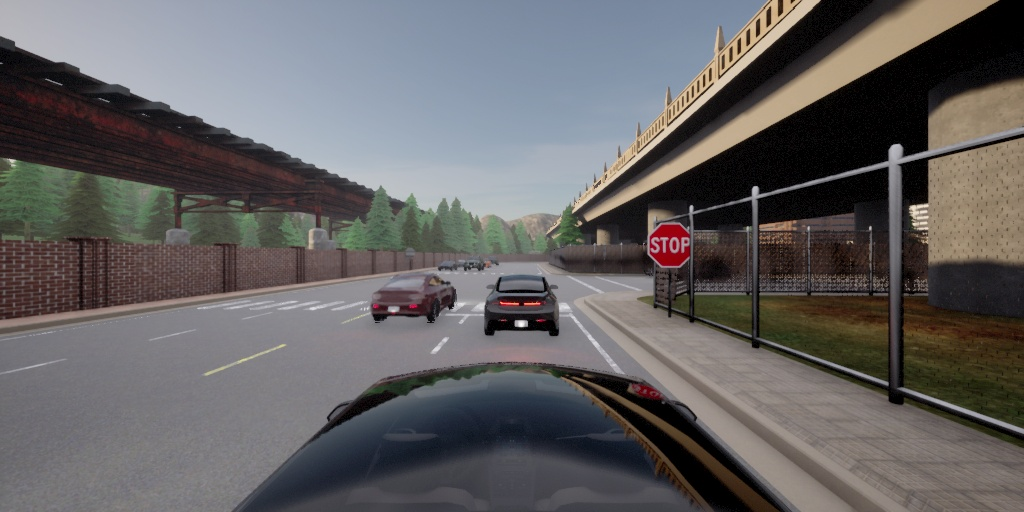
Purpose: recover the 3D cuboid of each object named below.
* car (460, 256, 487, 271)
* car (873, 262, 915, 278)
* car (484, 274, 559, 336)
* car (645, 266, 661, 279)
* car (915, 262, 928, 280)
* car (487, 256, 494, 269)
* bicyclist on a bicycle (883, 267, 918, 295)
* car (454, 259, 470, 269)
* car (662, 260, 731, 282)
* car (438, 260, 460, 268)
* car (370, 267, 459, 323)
[{"bbox_3d":[-5.107,0.971,48.782,2.150,2.045,5.566,0,0,3],"label":"car"},{"bbox_3d":[34.745,1.255,31.578,4.892,1.490,1.837,0,0,2],"label":"car"},{"bbox_3d":[0.291,1.255,10.381,1.837,1.490,4.892,0,0,2],"label":"car"},{"bbox_3d":[14.216,1.313,32.300,4.181,1.385,1.994,0,0,2],"label":"car"},{"bbox_3d":[34.992,1.314,28.067,4.181,1.385,1.994,0,0,2],"label":"car"},{"bbox_3d":[-4.673,1.103,58.423,2.097,1.767,4.553,0,0,3],"label":"car"},{"bbox_3d":[19.085,1.051,17.639,0.582,1.620,1.656,0,0,2],"label":"bicyclist on a bicycle"},{"bbox_3d":[-8.150,1.275,58.898,1.812,1.442,4.674,0,0,3],"label":"car"},{"bbox_3d":[14.845,1.102,28.776,4.553,1.767,2.097,0,0,2],"label":"car"},{"bbox_3d":[-8.609,1.297,48.759,2.033,1.411,5.357,0,0,3],"label":"car"},{"bbox_3d":[-3.149,1.275,12.096,1.812,1.442,4.674,0,0,2],"label":"car"}]
